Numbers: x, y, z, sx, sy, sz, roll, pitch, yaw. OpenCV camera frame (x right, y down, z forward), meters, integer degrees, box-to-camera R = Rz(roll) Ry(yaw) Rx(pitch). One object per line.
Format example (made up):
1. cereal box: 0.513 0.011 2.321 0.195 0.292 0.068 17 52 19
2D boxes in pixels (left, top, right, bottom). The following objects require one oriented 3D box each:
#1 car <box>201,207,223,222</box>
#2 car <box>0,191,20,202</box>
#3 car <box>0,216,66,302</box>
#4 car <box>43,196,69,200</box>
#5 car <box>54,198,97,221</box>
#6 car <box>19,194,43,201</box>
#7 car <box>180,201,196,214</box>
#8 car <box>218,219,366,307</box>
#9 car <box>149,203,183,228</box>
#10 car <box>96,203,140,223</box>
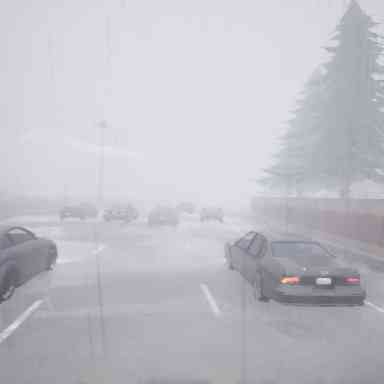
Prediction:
1. car: 1.756 1.947 29.610 1.895 1.301 4.718 2 -1 3
2. car: -24.715 0.999 46.439 1.882 1.535 5.008 2 -1 9
3. car: -4.701 1.458 7.899 1.994 1.385 4.181 2 -1 -6
4. car: -17.805 1.301 45.360 1.812 1.442 4.674 2 -1 9
5. car: -8.850 1.432 26.303 1.812 1.442 4.674 2 -1 2
6. car: -21.263 1.223 45.899 1.994 1.385 4.181 2 -1 9
7. car: -0.668 1.857 40.140 1.837 1.490 4.892 2 0 7
8. car: 2.190 1.714 8.669 2.033 1.411 5.357 2 -1 -6
9. car: -1.917 1.712 23.808 1.994 1.385 4.181 2 -1 0
10. car: -5.412 1.583 26.018 2.033 1.411 5.357 2 -1 2
